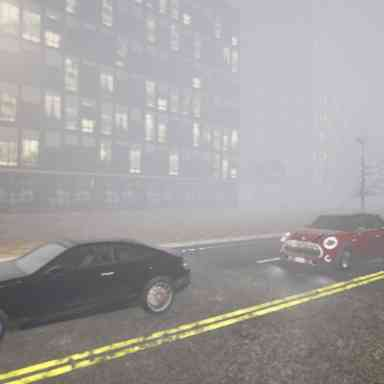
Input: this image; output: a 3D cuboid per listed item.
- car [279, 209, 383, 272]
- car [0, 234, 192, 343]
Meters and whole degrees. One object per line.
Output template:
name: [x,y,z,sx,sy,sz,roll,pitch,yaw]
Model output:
car: [5.089,1.505,11.467,4.553,1.767,2.097,1,-1,-36]
car: [-2.155,1.556,6.171,4.674,1.442,1.812,1,-1,-36]
